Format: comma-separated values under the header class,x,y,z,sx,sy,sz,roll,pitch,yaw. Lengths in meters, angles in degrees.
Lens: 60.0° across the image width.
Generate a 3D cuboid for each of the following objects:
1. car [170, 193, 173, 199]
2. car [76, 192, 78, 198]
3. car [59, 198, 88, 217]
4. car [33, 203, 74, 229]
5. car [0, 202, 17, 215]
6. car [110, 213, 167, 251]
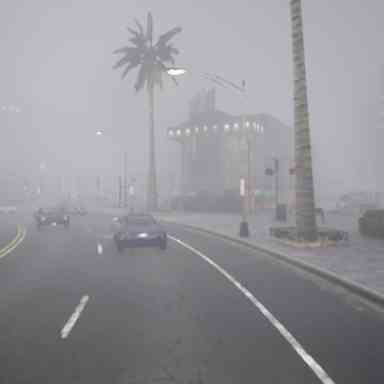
class,x,y,z,sx,sy,sz,roll,pitch,yaw
car,-3.108,1.471,63.882,4.674,1.452,2.002,0,0,31
car,-23.345,1.371,62.643,4.553,1.767,2.185,0,0,31
car,-11.548,1.605,31.089,2.033,1.411,5.357,0,0,-41
car,-9.431,1.646,22.077,1.895,1.301,4.718,0,0,-29
car,-20.002,1.689,34.323,4.718,1.301,1.895,0,0,40
car,-2.385,1.581,14.279,1.994,1.385,4.181,0,0,-16
